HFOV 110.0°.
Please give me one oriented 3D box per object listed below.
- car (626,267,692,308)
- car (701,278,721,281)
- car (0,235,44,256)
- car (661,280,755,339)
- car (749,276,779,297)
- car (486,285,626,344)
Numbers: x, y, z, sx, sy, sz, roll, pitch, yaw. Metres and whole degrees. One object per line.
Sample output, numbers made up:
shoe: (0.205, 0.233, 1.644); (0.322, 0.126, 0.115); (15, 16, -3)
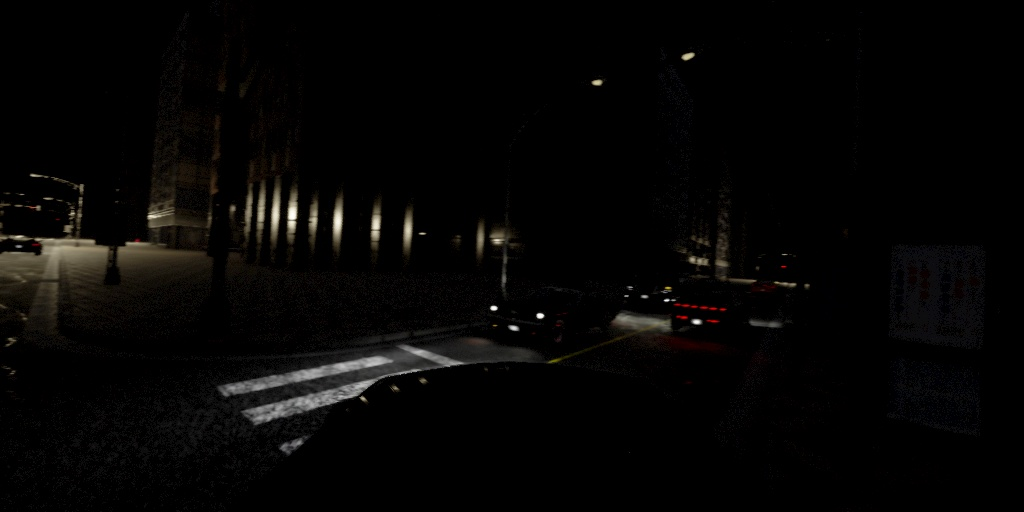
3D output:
car: (7.781, 1.622, 18.525); (2.150, 2.045, 5.566); (2, -1, 38)
car: (16.011, 2.517, 28.937); (1.812, 1.442, 4.674); (2, -1, 38)
car: (-36.767, -0.818, 26.883); (4.181, 1.385, 1.994); (3, -1, 38)
car: (6.905, 1.767, 12.328); (1.837, 1.490, 4.892); (2, -1, 39)
car: (23.840, 2.956, 33.777); (1.882, 1.535, 5.008); (2, -1, 39)
car: (1.415, 1.545, 10.485); (1.895, 1.301, 4.718); (2, -1, 38)
